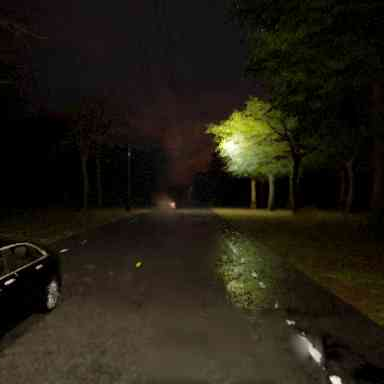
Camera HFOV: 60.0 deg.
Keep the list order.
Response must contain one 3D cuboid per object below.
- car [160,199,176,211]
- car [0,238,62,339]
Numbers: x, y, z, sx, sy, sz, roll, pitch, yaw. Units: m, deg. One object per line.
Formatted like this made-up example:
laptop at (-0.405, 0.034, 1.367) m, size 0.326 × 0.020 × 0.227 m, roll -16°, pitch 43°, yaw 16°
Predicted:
car at (-3.542, 1.888, 49.523) m, size 2.097 × 1.767 × 4.553 m, roll 0°, pitch -1°, yaw 0°
car at (-3.597, 1.560, 5.038) m, size 1.837 × 1.490 × 4.892 m, roll 0°, pitch -1°, yaw 0°
